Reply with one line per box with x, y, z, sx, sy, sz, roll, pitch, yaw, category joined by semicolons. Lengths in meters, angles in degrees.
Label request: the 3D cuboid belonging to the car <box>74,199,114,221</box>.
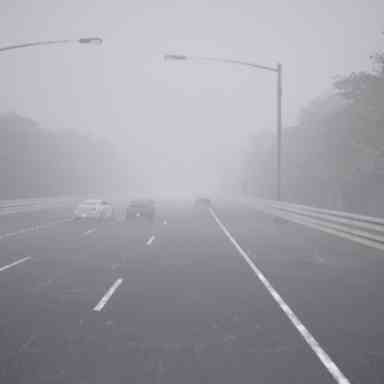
-6.867;1.232;23.580;1.812;1.442;4.674;0;1;0;car

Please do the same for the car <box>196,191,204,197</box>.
2.152;0.430;87.878;1.812;1.442;4.674;0;1;4;car

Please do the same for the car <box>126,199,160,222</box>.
-3.368;1.202;23.332;2.128;1.511;4.902;0;1;0;car

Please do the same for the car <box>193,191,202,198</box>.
1.337;0.539;72.721;1.837;1.490;4.892;0;1;3;car

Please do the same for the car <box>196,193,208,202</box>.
1.656;0.864;53.961;1.812;1.442;4.674;0;1;2;car

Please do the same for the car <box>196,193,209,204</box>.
1.482;0.937;48.010;1.812;1.442;4.674;0;1;2;car

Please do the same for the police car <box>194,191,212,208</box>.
1.259;0.955;38.198;1.930;1.638;5.238;0;1;1;police car
